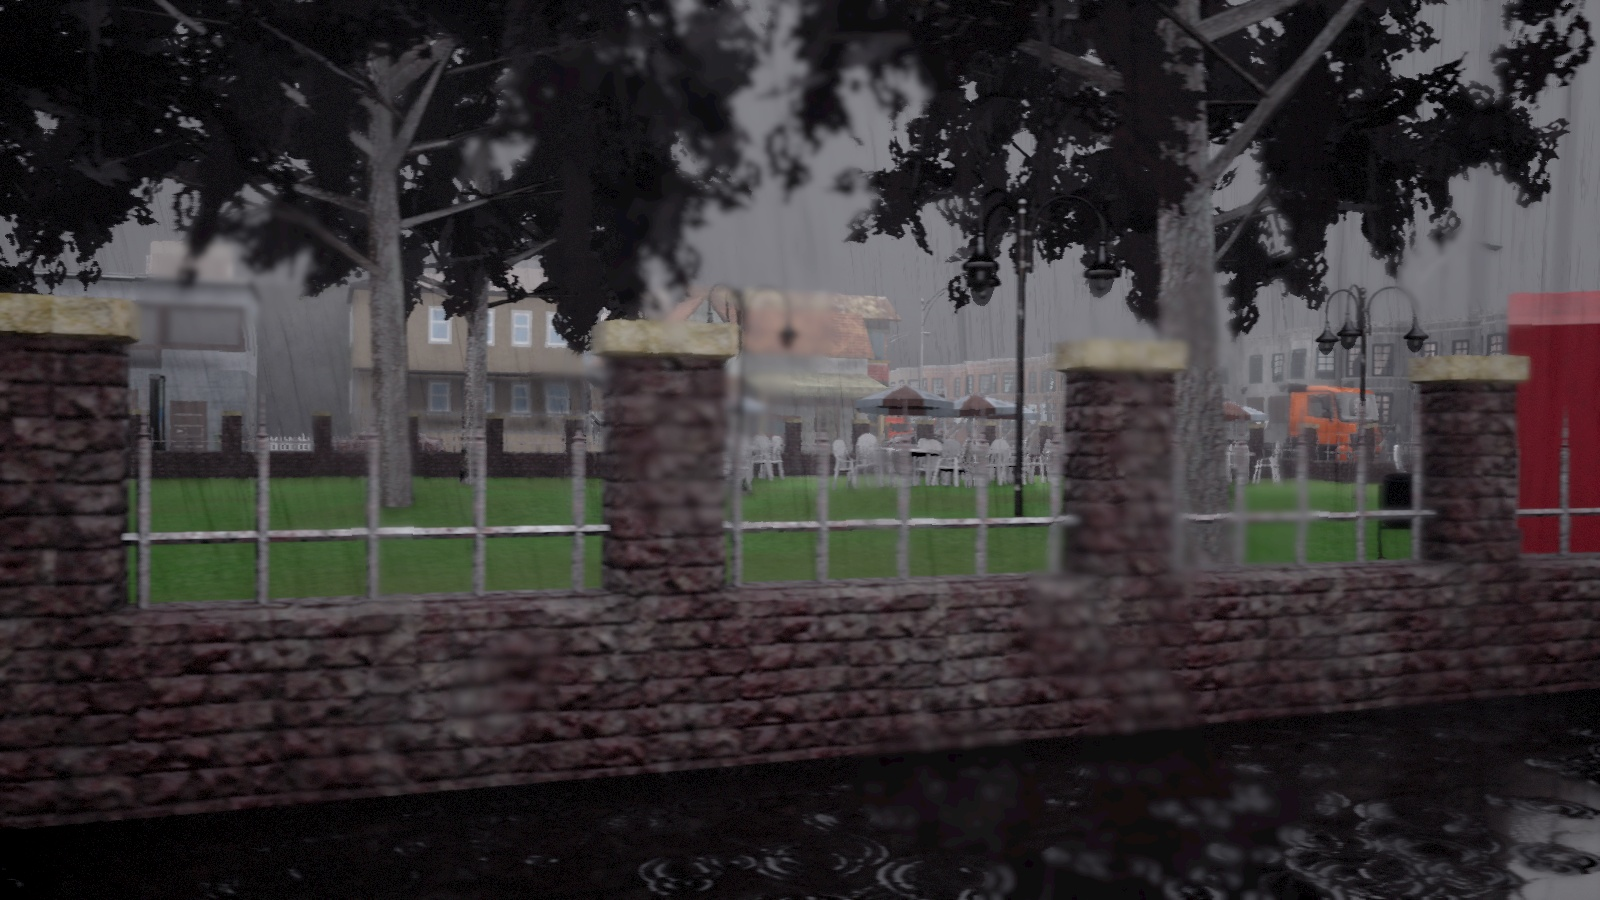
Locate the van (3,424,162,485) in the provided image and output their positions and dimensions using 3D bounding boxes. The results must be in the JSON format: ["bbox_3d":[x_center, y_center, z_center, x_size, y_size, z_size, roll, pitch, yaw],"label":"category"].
[{"bbox_3d":[-24.425,0.116,42.926,4.442,1.987,1.775,-1,1,-21],"label":"van"}]

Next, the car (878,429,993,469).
[{"bbox_3d":[5.378,-0.059,49.920,4.193,1.474,1.816,-1,1,-21],"label":"car"}]

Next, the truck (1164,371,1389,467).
[{"bbox_3d":[18.538,-1.188,49.370,2.891,3.462,7.936,-1,1,-37],"label":"truck"}]

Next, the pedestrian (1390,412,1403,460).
[{"bbox_3d":[24.427,-0.593,51.404,0.423,1.949,0.788,0,1,28],"label":"pedestrian"}]

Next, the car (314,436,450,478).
[{"bbox_3d":[-15.420,0.237,46.336,4.674,1.442,1.812,-1,1,-21],"label":"car"}]

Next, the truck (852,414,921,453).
[{"bbox_3d":[5.705,-1.110,83.558,2.627,2.467,5.204,-1,1,-21],"label":"truck"}]
